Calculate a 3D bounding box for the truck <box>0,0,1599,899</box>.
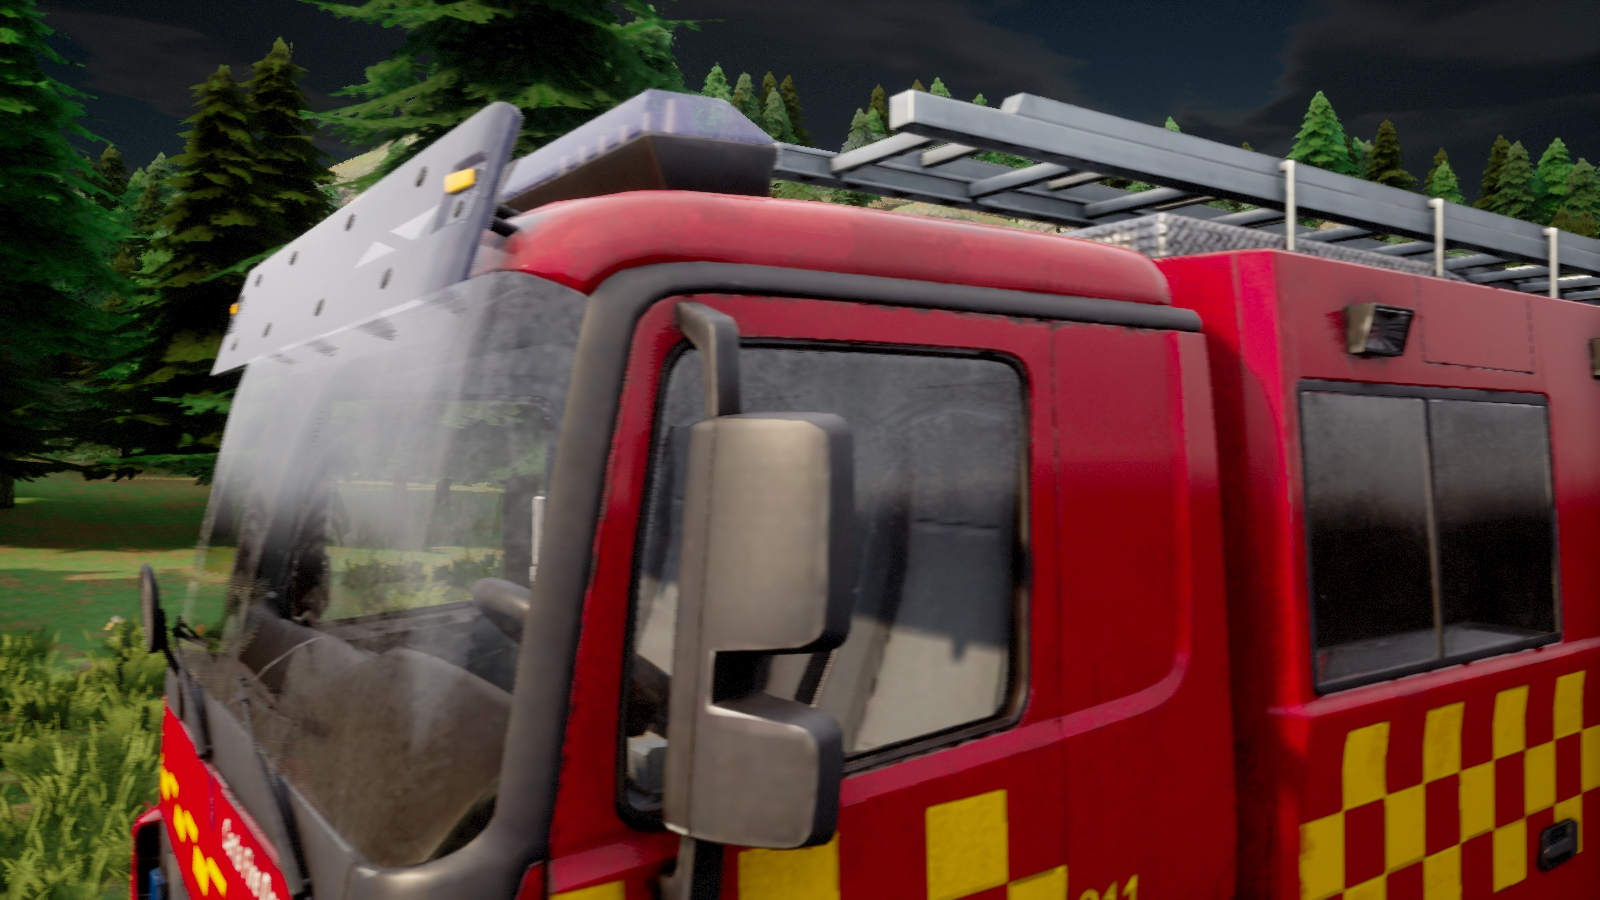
[{"bbox_3d":[1.547,0.750,4.873,8.468,3.827,2.891,0,0,-35],"label":"truck"}]
